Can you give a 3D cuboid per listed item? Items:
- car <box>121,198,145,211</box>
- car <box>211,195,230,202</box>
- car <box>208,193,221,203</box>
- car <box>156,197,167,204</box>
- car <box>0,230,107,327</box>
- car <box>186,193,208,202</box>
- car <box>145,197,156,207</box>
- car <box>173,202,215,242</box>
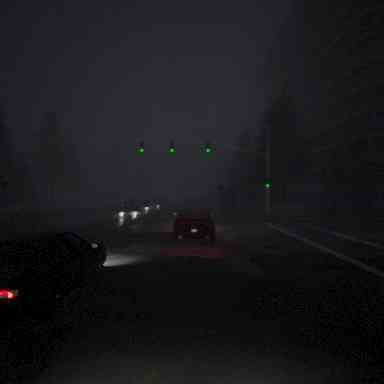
[{"bbox_3d":[-7.121,1.480,39.550,1.812,1.442,4.674,0,0,0],"label":"car"},{"bbox_3d":[6.548,1.432,76.697,1.812,1.442,4.674,0,0,44],"label":"car"},{"bbox_3d":[4.585,1.141,68.097,2.150,2.045,5.566,0,0,30],"label":"car"},{"bbox_3d":[-6.058,1.531,59.671,1.895,1.301,4.718,0,0,12],"label":"car"},{"bbox_3d":[-3.402,1.558,7.364,2.033,1.411,5.357,0,0,0],"label":"car"},{"bbox_3d":[0.694,1.397,68.223,1.882,1.535,5.008,0,0,30],"label":"car"},{"bbox_3d":[-7.040,1.506,49.428,1.994,1.385,4.181,0,0,1],"label":"car"},{"bbox_3d":[0.091,1.494,16.694,1.882,1.535,5.008,0,0,0],"label":"car"}]
